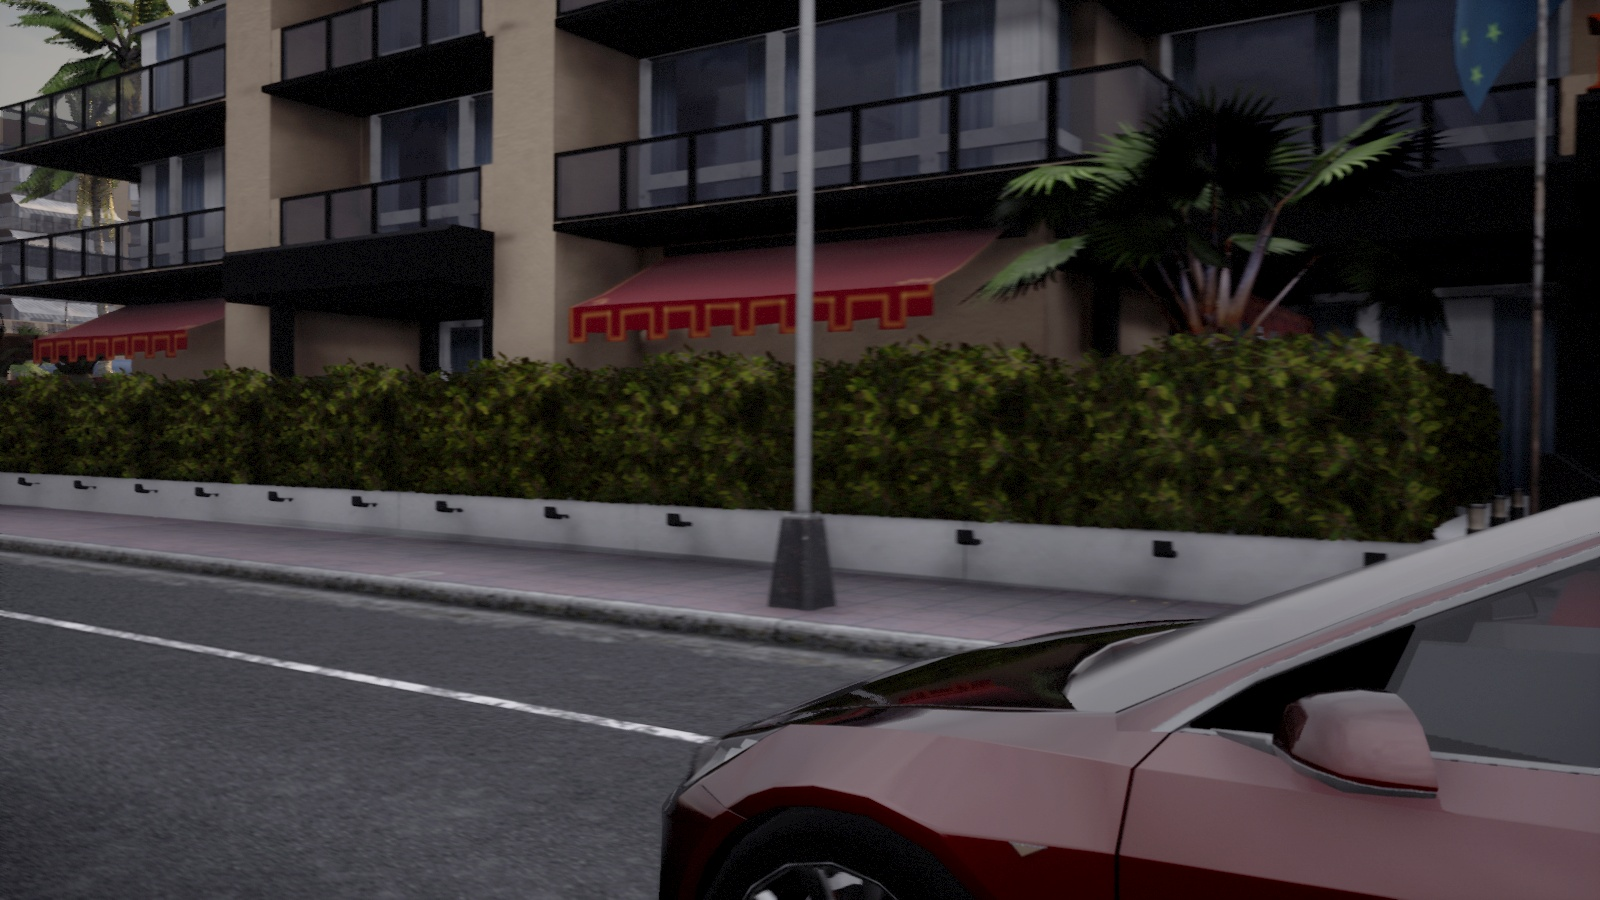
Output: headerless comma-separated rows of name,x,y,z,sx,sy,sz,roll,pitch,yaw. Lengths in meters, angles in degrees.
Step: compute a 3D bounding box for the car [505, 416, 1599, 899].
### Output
car,1.959,0.682,2.322,4.792,1.488,2.163,0,1,34
